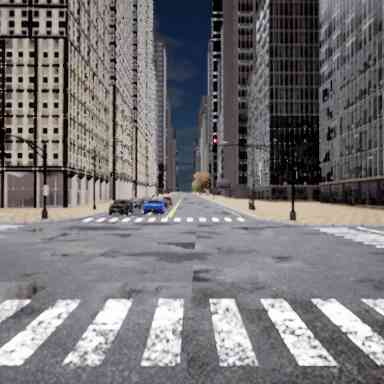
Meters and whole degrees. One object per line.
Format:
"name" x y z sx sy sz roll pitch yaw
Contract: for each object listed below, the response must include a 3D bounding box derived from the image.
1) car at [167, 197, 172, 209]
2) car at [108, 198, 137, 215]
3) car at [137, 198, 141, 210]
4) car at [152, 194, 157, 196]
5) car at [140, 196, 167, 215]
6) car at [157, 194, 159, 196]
"car" -4.024 1.581 44.421 1.895 1.301 4.718 0 0 -1
"car" -7.098 1.491 33.574 1.837 1.490 4.892 0 0 -1
"car" -7.249 1.472 42.721 2.128 1.511 4.902 0 0 -1
"car" -7.434 1.463 54.191 2.128 1.511 4.902 0 0 -1
"car" -3.870 1.465 34.488 1.882 1.535 5.008 0 0 -2
"car" -7.596 1.092 69.230 1.812 1.442 4.674 0 0 -1
